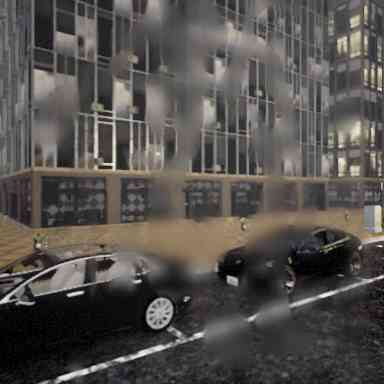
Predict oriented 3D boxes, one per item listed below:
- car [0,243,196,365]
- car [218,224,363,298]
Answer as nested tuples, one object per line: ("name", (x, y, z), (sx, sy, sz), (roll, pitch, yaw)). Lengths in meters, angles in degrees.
("car", (-1.985, 1.544, 5.141), (4.403, 1.369, 2.008), (0, 0, -36))
("car", (2.648, 1.528, 8.450), (4.313, 1.339, 1.947), (0, 0, -36))
